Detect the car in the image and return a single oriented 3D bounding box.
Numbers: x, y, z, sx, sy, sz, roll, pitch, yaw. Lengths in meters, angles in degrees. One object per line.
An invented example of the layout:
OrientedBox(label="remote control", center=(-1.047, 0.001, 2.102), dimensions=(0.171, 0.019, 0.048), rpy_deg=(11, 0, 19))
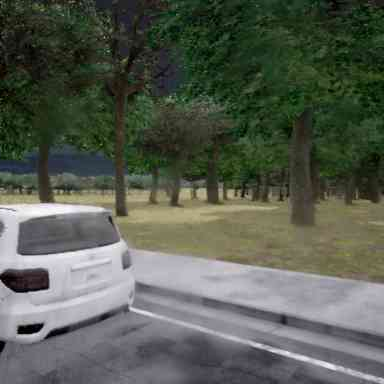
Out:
OrientedBox(label="car", center=(-3.535, 1.221, 6.085), dimensions=(5.566, 2.045, 2.150), rpy_deg=(0, 0, 36))
